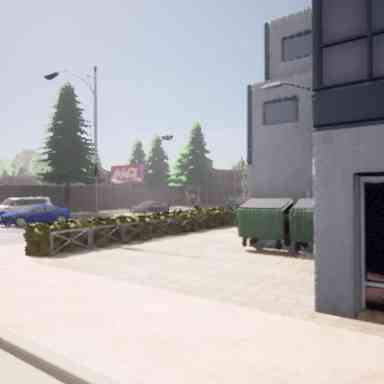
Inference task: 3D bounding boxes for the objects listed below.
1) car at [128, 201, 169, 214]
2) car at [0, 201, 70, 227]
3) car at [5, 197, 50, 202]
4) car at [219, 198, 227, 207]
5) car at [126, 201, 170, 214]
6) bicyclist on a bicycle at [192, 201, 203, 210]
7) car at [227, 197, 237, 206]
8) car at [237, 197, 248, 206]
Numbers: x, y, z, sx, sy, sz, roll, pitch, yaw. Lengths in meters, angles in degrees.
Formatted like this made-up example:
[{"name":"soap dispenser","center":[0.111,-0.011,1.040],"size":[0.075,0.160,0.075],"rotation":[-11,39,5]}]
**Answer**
[{"name":"car","center":[-4.411,1.716,35.026],"size":[1.837,1.490,4.892],"rotation":[-1,0,36]},{"name":"car","center":[-11.712,1.691,24.978],"size":[1.882,1.535,5.008],"rotation":[-1,0,36]},{"name":"car","center":[-14.259,1.466,27.434],"size":[2.150,2.045,5.566],"rotation":[-1,0,36]},{"name":"car","center":[6.415,1.638,54.512],"size":[4.553,1.767,2.097],"rotation":[0,0,-44]},{"name":"car","center":[-5.164,1.789,39.955],"size":[2.033,1.411,5.357],"rotation":[-1,0,36]},{"name":"bicyclist on a bicycle","center":[0.268,1.411,21.946],"size":[1.656,1.620,0.582],"rotation":[-1,-1,36]},{"name":"car","center":[8.229,1.751,51.338],"size":[2.033,1.411,5.357],"rotation":[-1,0,44]},{"name":"car","center":[8.833,1.526,46.498],"size":[2.097,1.767,4.553],"rotation":[-1,0,41]}]
